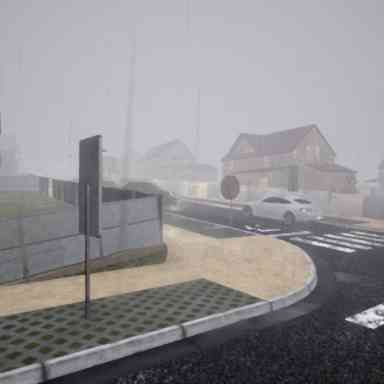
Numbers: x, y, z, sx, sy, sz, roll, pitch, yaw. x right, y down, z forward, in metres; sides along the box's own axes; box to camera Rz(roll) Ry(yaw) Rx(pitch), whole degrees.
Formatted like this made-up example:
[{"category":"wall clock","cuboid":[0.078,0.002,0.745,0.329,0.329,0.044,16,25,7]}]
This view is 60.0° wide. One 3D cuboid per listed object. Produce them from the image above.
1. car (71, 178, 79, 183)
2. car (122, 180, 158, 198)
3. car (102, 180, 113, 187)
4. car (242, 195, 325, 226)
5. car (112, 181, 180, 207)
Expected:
[{"category":"car","cuboid":[-16.019,-1.304,47.057,2.033,1.411,5.357,0,3,-29]},{"category":"car","cuboid":[-5.416,-0.356,34.039,1.882,1.535,5.008,0,4,-31]},{"category":"car","cuboid":[-8.638,-0.433,33.926,1.837,1.490,4.892,0,3,-30]},{"category":"car","cuboid":[4.756,0.865,17.771,1.812,1.442,4.674,0,4,-35]},{"category":"car","cuboid":[-3.114,0.039,24.517,4.553,1.767,2.097,4,2,9]}]
